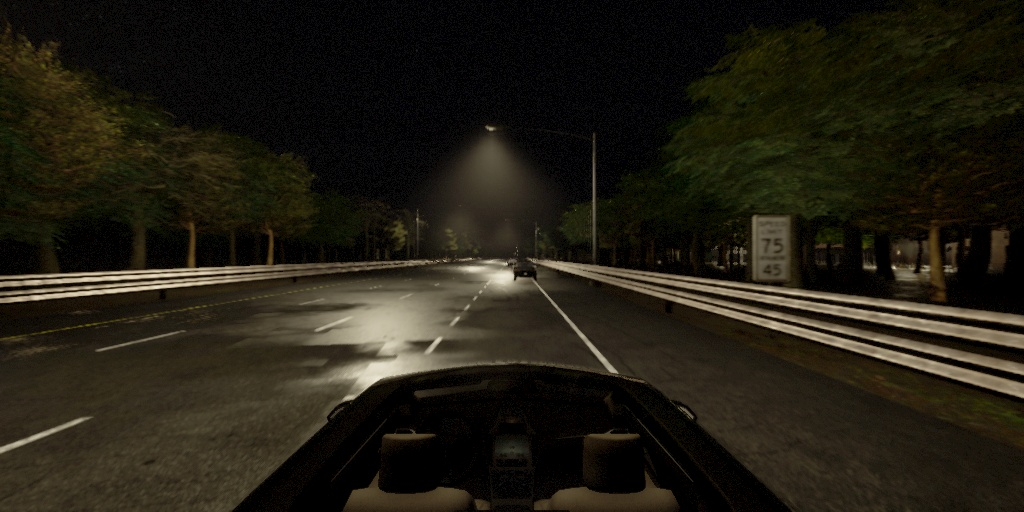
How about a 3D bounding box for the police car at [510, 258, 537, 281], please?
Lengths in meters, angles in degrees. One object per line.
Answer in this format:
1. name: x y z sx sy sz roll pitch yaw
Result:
1. police car: 1.055 1.186 30.569 1.930 1.638 5.238 0 0 0
